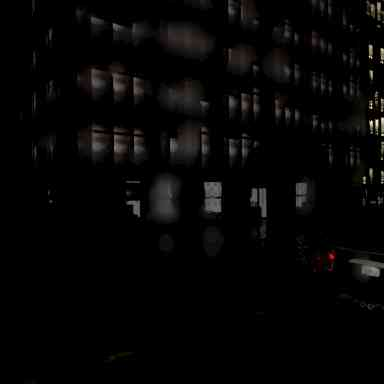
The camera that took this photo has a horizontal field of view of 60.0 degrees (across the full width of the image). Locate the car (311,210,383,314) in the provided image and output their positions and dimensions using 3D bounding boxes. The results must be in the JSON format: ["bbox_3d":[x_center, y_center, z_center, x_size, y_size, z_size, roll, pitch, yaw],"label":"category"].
[{"bbox_3d":[4.721,1.349,6.803,4.553,1.767,2.097,0,0,-36],"label":"car"}]
